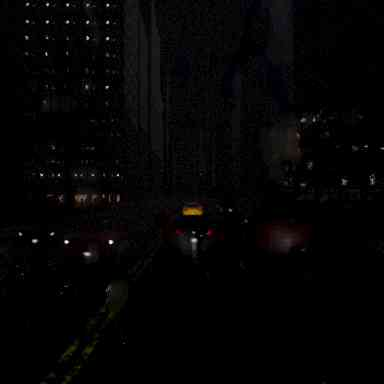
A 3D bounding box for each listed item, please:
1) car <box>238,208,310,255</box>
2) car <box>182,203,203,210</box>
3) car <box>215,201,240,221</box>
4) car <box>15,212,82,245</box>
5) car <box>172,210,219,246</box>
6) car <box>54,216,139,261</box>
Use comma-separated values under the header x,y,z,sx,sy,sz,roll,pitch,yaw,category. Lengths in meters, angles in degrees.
x,y,z,sx,sy,sz,roll,pitch,yaw,category
3.332,1.612,14.033,1.882,1.535,5.008,0,-1,0,car
0.061,1.778,32.458,1.882,1.535,5.008,0,-1,0,car
3.311,1.636,30.669,2.097,1.767,4.553,0,-1,0,car
-6.620,1.706,16.672,2.033,1.411,5.357,0,-1,0,car
0.081,1.755,16.174,1.895,1.301,4.718,0,-1,0,car
-3.365,1.725,12.956,1.895,1.301,4.718,0,-1,0,car
